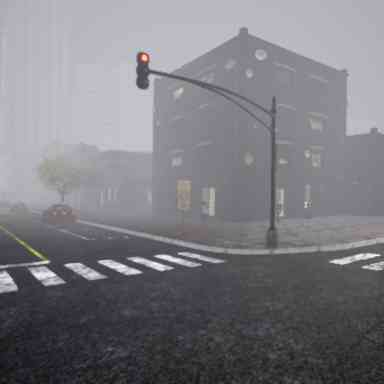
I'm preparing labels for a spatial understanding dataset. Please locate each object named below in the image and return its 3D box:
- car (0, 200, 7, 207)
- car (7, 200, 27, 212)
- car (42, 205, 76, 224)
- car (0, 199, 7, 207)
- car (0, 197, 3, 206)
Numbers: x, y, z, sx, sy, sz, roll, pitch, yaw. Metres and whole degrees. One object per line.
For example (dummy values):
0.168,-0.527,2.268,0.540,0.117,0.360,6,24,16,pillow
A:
-37.389,2.299,65.003,1.802,1.307,4.206,1,-1,-35,car
-23.798,2.032,45.702,1.752,1.417,4.829,1,-1,-35,car
-11.104,1.755,27.668,1.967,1.590,4.097,1,-1,-35,car
-34.217,2.107,60.471,1.967,1.590,4.097,1,-1,-35,car
-43.733,2.133,74.072,2.192,1.841,5.009,1,-1,-35,car
